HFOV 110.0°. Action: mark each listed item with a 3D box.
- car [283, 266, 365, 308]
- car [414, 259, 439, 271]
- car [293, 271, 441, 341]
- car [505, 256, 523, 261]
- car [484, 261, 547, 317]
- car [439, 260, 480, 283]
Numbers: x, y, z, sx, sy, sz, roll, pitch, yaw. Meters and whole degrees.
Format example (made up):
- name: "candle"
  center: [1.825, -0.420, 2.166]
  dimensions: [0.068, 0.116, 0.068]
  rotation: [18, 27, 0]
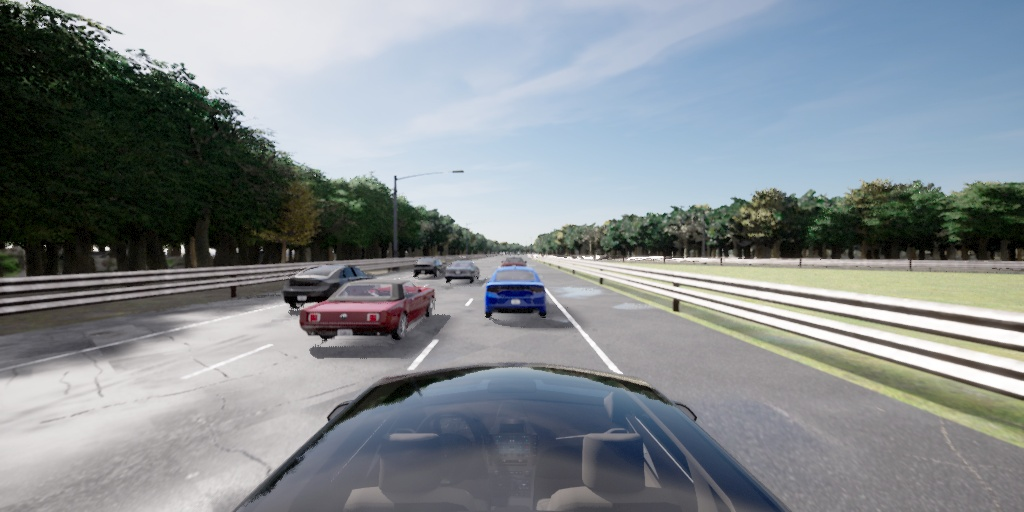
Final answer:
- name: "car"
  center: [-6.874, 1.118, 14.174]
  dimensions: [1.837, 1.490, 4.892]
  rotation: [0, 0, 0]
- name: "car"
  center: [-6.826, 0.943, 29.994]
  dimensions: [1.837, 1.490, 4.892]
  rotation: [0, 1, 0]
- name: "car"
  center: [-3.399, 1.264, 9.570]
  dimensions: [1.895, 1.301, 4.718]
  rotation: [0, 1, 0]
- name: "car"
  center: [0.169, 0.804, 29.714]
  dimensions: [2.097, 1.767, 4.553]
  rotation: [0, 1, 0]
- name: "car"
  center: [0.117, 1.108, 12.584]
  dimensions: [1.882, 1.535, 5.008]
  rotation: [0, 1, 0]
- name: "car"
  center: [-3.352, 1.050, 24.830]
  dimensions: [2.033, 1.411, 5.357]
  rotation: [0, 1, 0]
